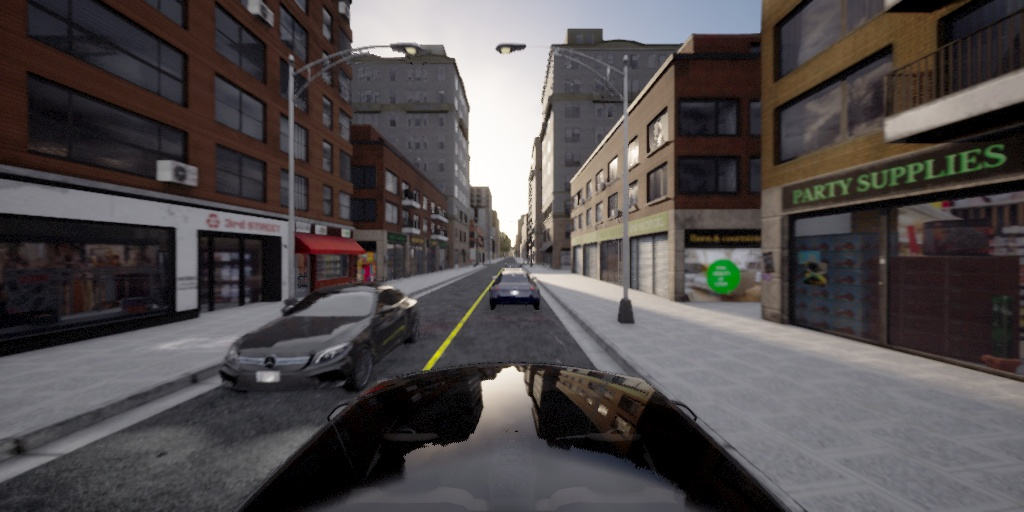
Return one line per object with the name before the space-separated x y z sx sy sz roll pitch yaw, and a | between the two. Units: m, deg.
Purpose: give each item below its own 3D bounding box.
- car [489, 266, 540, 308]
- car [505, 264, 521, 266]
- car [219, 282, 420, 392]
car | 0.104 1.312 15.103 1.994 1.385 4.181 0 0 0
car | 0.108 1.354 33.208 1.895 1.301 4.718 0 0 0
car | -3.089 1.274 6.878 1.812 1.442 4.674 0 0 0
